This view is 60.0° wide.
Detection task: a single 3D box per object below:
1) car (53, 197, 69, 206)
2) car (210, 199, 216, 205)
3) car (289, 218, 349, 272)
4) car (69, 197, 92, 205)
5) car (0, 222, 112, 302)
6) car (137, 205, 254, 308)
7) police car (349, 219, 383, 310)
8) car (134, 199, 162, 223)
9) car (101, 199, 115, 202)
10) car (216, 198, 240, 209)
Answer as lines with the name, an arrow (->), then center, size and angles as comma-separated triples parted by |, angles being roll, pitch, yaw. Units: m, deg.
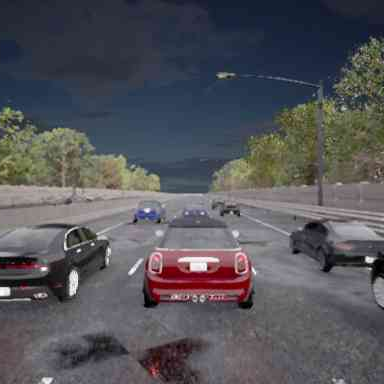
car -> -20.817, 1.650, 54.071 | 1.837, 1.490, 4.892 | 0, 0, 1
car -> 3.714, 1.682, 47.219 | 1.837, 1.490, 4.892 | 0, 0, 1
car -> 4.590, 1.572, 10.809 | 1.812, 1.442, 4.674 | 0, 0, 0
car -> -17.334, 1.655, 52.915 | 1.837, 1.490, 4.892 | 0, 0, 1
car -> -3.371, 1.525, 8.324 | 1.837, 1.490, 4.892 | 0, 0, 0
car -> 0.129, 1.380, 8.167 | 2.097, 1.767, 4.553 | 0, 0, 0
police car -> 4.564, 1.452, 4.919 | 1.930, 1.638, 5.238 | 0, 0, 0
car -> -3.292, 1.436, 26.645 | 2.097, 1.767, 4.553 | 0, 0, 0
car -> -13.817, 1.767, 55.106 | 1.895, 1.301, 4.718 | 0, 0, 1
car -> 3.666, 1.628, 32.879 | 1.837, 1.490, 4.892 | 0, 0, 1
